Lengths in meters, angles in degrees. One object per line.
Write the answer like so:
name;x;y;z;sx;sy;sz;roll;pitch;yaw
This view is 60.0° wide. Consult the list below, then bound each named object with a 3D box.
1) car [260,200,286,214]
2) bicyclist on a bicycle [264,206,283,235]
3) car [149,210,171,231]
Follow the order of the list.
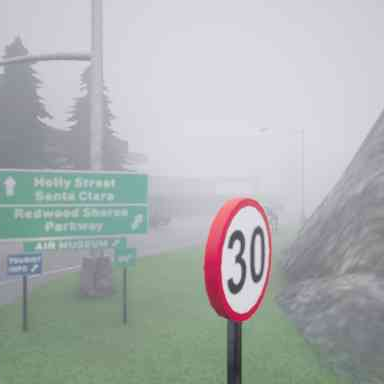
car;8.860;1.658;37.065;2.128;1.511;4.902;0;0;36
bicyclist on a bicycle;4.379;1.631;18.897;1.656;1.620;0.582;0;0;36
car;-3.441;1.767;20.219;1.895;1.301;4.718;0;0;36
